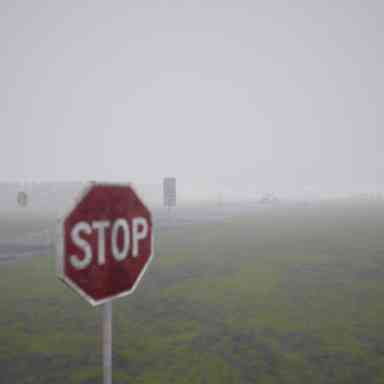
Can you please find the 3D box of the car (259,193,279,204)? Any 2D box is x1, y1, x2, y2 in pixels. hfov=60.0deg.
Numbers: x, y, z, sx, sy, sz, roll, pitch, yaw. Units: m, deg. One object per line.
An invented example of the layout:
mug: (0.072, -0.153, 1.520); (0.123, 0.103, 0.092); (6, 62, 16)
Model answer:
car: (12.215, 0.977, 52.533); (2.097, 1.767, 4.553); (-1, 0, 30)
